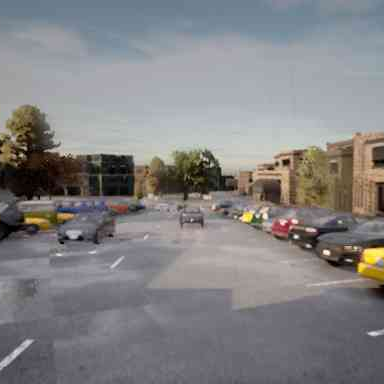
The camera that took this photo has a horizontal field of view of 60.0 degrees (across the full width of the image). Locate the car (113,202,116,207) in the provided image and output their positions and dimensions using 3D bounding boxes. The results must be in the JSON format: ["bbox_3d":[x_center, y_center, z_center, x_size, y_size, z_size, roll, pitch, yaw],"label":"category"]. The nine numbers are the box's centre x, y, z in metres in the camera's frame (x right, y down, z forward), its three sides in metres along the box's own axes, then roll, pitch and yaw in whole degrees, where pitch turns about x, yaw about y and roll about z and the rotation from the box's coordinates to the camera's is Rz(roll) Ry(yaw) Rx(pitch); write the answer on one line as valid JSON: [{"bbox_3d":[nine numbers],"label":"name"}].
[{"bbox_3d":[-11.524,2.265,37.909,4.792,1.488,2.163,0,-1,-20],"label":"car"}]

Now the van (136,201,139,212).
[{"bbox_3d":[-11.175,2.378,52.988,4.442,1.987,1.878,0,-2,-19],"label":"van"}]

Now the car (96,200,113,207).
[{"bbox_3d":[-11.549,1.910,34.902,5.566,2.045,2.435,0,-1,-20],"label":"car"}]

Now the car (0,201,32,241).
[{"bbox_3d":[-11.471,1.485,16.907,5.566,2.045,2.435,0,-1,-20],"label":"car"}]

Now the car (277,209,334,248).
[{"bbox_3d":[6.378,1.643,13.809,5.008,1.535,2.097,1,-1,-20],"label":"car"}]

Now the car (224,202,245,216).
[{"bbox_3d":[6.247,2.102,34.347,5.008,1.535,2.097,1,-1,-20],"label":"car"}]

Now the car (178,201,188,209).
[{"bbox_3d":[-2.066,2.918,75.270,2.097,1.767,4.553,0,0,-1],"label":"car"}]

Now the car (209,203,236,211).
[{"bbox_3d":[5.836,2.855,63.774,4.674,1.452,2.002,1,-1,-21],"label":"car"}]

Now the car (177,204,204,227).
[{"bbox_3d":[-0.020,1.950,27.019,2.128,1.511,4.902,0,-1,0],"label":"car"}]

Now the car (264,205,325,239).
[{"bbox_3d":[6.342,1.571,16.742,4.553,1.767,2.185,1,-2,-20],"label":"car"}]

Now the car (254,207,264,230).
[{"bbox_3d":[6.359,1.796,19.671,4.674,1.452,2.002,1,-1,-20],"label":"car"}]

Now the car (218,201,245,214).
[{"bbox_3d":[6.184,2.245,40.218,5.008,1.535,2.097,1,-1,-21],"label":"car"}]

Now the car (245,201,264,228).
[{"bbox_3d":[6.308,1.695,22.607,4.553,1.767,2.185,1,-2,-20],"label":"car"}]

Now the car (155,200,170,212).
[{"bbox_3d":[-5.189,2.477,59.482,2.150,2.045,5.566,0,-1,1],"label":"car"}]

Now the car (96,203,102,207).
[{"bbox_3d":[-11.524,2.088,31.893,4.892,1.521,2.231,0,-1,-20],"label":"car"}]

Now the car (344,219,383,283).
[{"bbox_3d":[6.578,1.554,8.006,5.366,1.575,1.946,1,-1,-20],"label":"car"}]

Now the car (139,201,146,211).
[{"bbox_3d":[-11.203,2.426,55.958,5.566,2.045,2.435,0,-2,-19],"label":"car"}]

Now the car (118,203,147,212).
[{"bbox_3d":[-11.111,2.824,61.932,5.008,1.535,2.097,0,-1,-19],"label":"car"}]

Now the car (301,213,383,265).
[{"bbox_3d":[6.402,1.597,10.878,5.008,1.535,2.097,1,-1,-20],"label":"car"}]

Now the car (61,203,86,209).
[{"bbox_3d":[-11.325,1.936,25.962,5.366,1.575,1.946,0,-2,-20],"label":"car"}]

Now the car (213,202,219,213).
[{"bbox_3d":[5.967,2.309,43.087,5.366,1.575,1.946,1,-1,-21],"label":"car"}]

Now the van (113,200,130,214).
[{"bbox_3d":[-11.498,2.231,46.900,4.442,1.987,1.878,0,-1,-19],"label":"van"}]

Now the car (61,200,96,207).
[{"bbox_3d":[-11.547,1.762,28.885,5.566,2.045,2.435,0,-1,-20],"label":"car"}]

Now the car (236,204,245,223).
[{"bbox_3d":[6.310,1.889,25.545,5.008,1.535,2.097,1,-2,-20],"label":"car"}]

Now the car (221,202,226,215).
[{"bbox_3d":[6.181,2.202,37.272,4.792,1.488,2.163,1,-1,-20],"label":"car"}]

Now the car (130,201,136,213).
[{"bbox_3d":[-11.306,2.405,49.950,4.553,1.767,2.185,0,-1,-19],"label":"car"}]

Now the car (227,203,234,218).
[{"bbox_3d":[6.262,2.032,31.413,4.892,1.521,2.231,1,-2,-20],"label":"car"}]

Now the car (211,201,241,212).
[{"bbox_3d":[5.902,2.546,57.873,4.553,1.767,2.185,1,-2,-21],"label":"car"}]

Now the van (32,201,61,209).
[{"bbox_3d":[-11.589,1.642,22.863,4.442,1.987,1.878,0,-1,-20],"label":"van"}]

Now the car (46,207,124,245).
[{"bbox_3d":[-5.149,1.725,16.869,2.128,1.511,4.902,0,-1,0],"label":"car"}]

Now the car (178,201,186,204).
[{"bbox_3d":[-1.873,2.758,65.600,2.097,1.767,4.553,0,-1,-1],"label":"car"}]

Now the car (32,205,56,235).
[{"bbox_3d":[-11.284,1.795,19.971,5.366,1.575,1.946,0,-1,-20],"label":"car"}]

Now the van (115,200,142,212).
[{"bbox_3d":[-11.283,2.526,58.900,4.442,1.987,1.878,0,-1,-19],"label":"van"}]

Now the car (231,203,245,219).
[{"bbox_3d":[6.284,1.961,28.481,4.892,1.521,2.231,1,-2,-20],"label":"car"}]

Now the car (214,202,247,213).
[{"bbox_3d":[5.992,2.403,51.975,4.553,1.767,2.185,1,-2,-21],"label":"car"}]

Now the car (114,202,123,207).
[{"bbox_3d":[-11.479,2.310,40.929,4.892,1.521,2.231,0,-2,-19],"label":"car"}]
